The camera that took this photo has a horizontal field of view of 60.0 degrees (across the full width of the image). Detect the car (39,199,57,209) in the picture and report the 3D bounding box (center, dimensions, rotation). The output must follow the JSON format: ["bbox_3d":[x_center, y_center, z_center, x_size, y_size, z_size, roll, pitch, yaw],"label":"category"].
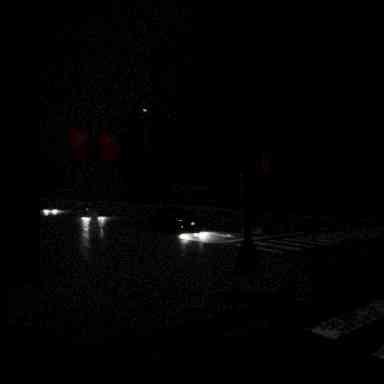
[{"bbox_3d":[-21.169,1.711,48.443,2.128,1.511,4.902,0,0,-36],"label":"car"}]

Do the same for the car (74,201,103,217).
[{"bbox_3d":[-10.484,1.640,33.428,1.812,1.442,4.674,0,0,-36],"label":"car"}]

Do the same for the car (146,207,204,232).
[{"bbox_3d":[-1.124,1.616,20.411,1.994,1.385,4.181,0,0,-36],"label":"car"}]
